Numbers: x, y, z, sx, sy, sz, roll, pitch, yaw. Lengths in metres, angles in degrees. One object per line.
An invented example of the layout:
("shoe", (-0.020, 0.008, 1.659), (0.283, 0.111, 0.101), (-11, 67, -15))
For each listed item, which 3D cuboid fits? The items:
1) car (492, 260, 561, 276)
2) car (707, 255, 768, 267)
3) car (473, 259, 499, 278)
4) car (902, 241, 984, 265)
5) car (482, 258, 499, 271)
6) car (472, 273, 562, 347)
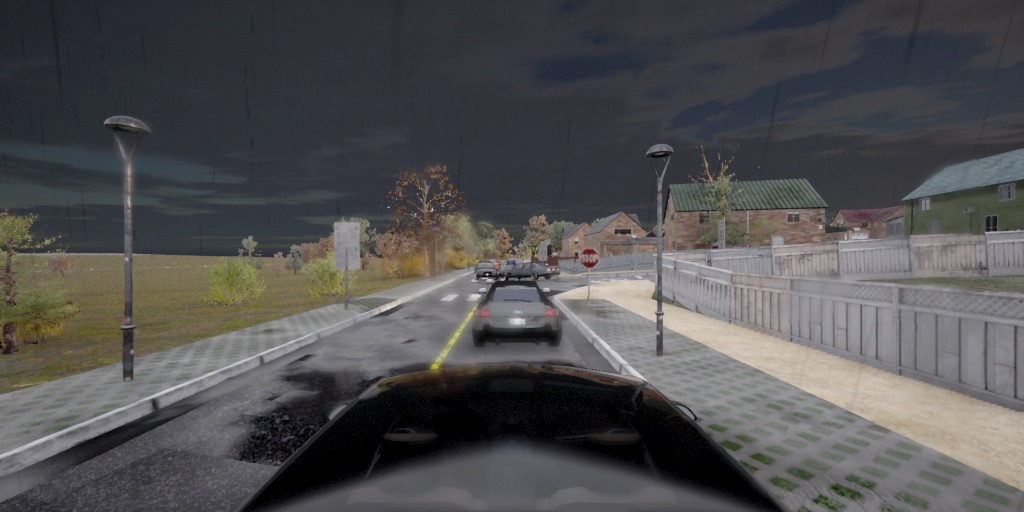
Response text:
("car", (1.271, 1.197, 28.361), (5.357, 1.411, 2.033), (-4, -3, 43))
("car", (14.336, 0.413, 22.770), (4.181, 1.385, 1.994), (-3, 0, 16))
("car", (-2.324, 1.257, 31.264), (1.837, 1.490, 4.892), (0, 0, -8))
("car", (23.842, -0.208, 20.372), (4.902, 1.511, 2.128), (-3, 0, 14))
("car", (-2.969, 1.120, 51.080), (2.097, 1.767, 4.553), (0, 0, 0))
("car", (0.084, 1.313, 9.344), (1.994, 1.385, 4.181), (0, 0, -1))
